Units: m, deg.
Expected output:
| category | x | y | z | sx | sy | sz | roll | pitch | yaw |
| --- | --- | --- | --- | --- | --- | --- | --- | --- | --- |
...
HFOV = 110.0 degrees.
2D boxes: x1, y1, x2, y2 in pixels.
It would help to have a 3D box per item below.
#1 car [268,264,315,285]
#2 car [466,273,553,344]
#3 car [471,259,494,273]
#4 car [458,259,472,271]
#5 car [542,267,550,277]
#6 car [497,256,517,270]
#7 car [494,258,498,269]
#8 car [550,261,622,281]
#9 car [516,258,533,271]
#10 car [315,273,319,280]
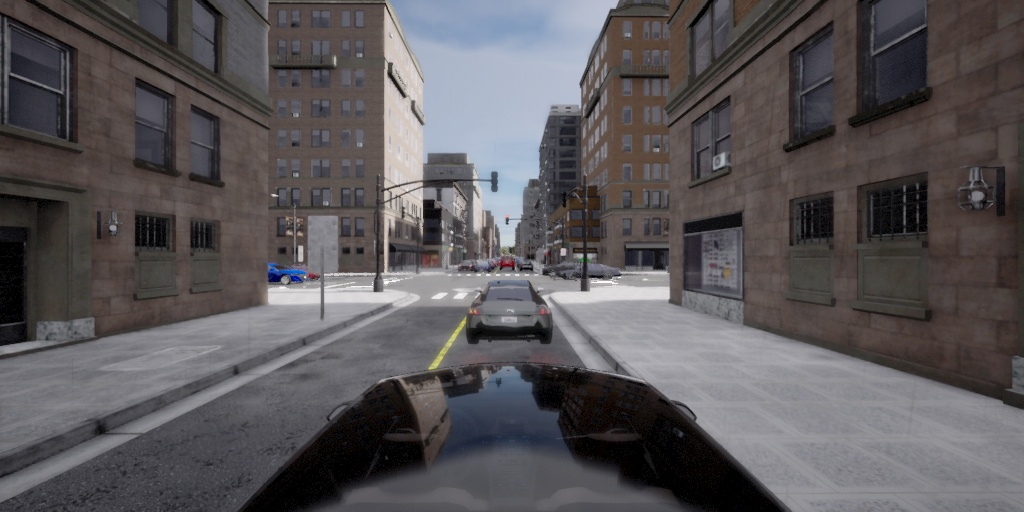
| category | x | y | z | sx | sy | sz | roll | pitch | yaw |
| --- | --- | --- | --- | --- | --- | --- | --- | --- | --- |
| car | -17.575 | 1.288 | 26.167 | 5.008 | 1.535 | 1.882 | 0 | 0 | 1 |
| car | -0.067 | 1.314 | 9.578 | 1.994 | 1.385 | 4.181 | 0 | 0 | 0 |
| car | -3.560 | 1.309 | 44.633 | 1.812 | 1.442 | 4.674 | 0 | 0 | 1 |
| car | -6.108 | 1.230 | 48.587 | 1.967 | 1.591 | 4.097 | 0 | 0 | 0 |
| car | 5.287 | 1.220 | 33.169 | 5.008 | 1.535 | 1.882 | 0 | 0 | -1 |
| car | -0.709 | 1.024 | 55.820 | 2.150 | 2.045 | 5.566 | 0 | 0 | 0 |
| car | -3.608 | 1.347 | 54.313 | 2.033 | 1.411 | 5.357 | 0 | 0 | 0 |
| car | 6.234 | 1.272 | 29.450 | 5.357 | 1.411 | 2.033 | 0 | 0 | -10 |
| car | 1.916 | 1.356 | 48.649 | 1.948 | 1.339 | 4.313 | 0 | 0 | 0 |
| car | -18.291 | 1.383 | 29.612 | 4.181 | 1.385 | 1.994 | 0 | 0 | -1 |
